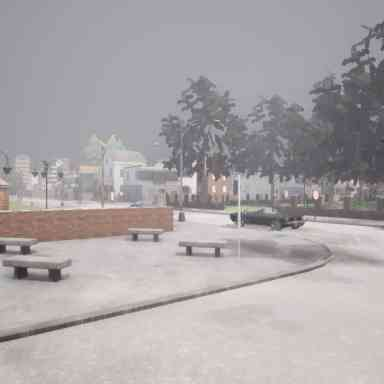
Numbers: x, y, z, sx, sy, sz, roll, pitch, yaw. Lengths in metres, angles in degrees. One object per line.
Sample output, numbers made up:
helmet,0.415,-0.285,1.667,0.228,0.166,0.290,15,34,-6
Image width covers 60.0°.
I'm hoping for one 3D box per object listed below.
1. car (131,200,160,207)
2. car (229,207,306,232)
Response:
car,-4.576,1.523,33.377,1.812,1.442,4.674,0,0,-35
car,4.552,1.599,20.534,1.895,1.301,4.718,0,0,-36
